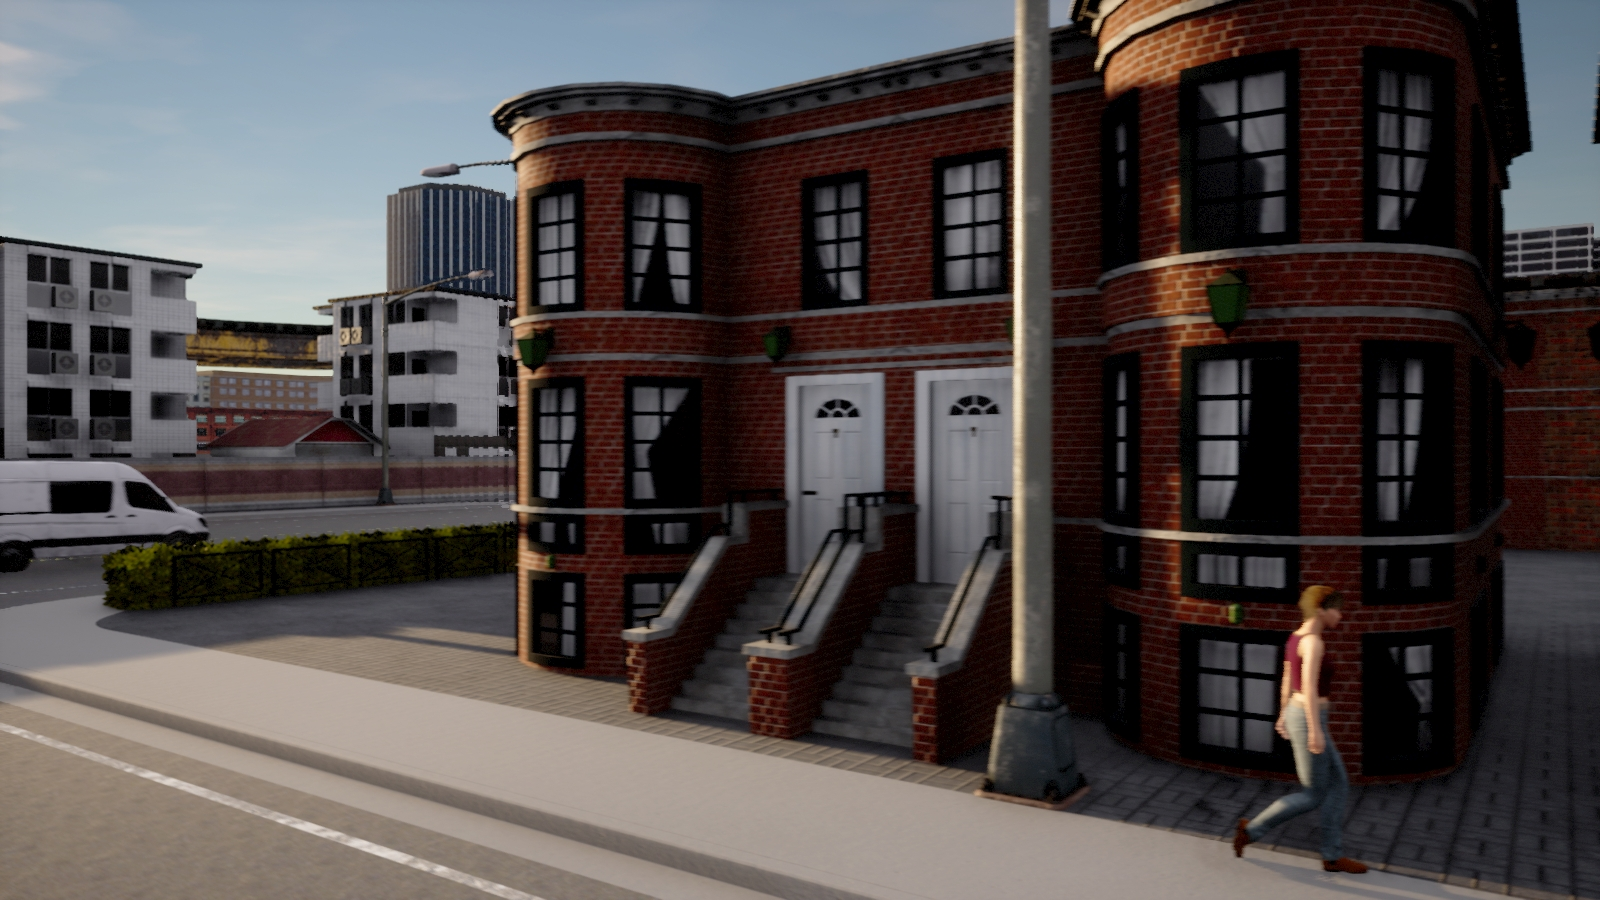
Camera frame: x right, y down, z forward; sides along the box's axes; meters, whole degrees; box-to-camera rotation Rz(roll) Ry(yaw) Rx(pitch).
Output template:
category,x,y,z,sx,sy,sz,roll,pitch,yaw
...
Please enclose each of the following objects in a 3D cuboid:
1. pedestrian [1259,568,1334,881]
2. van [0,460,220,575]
category,x,y,z,sx,sy,sz,roll,pitch,yaw
pedestrian,3.121,1.700,7.195,0.375,1.860,0.375,0,0,14
van,-17.769,1.549,28.146,1.988,2.561,5.915,0,0,37
